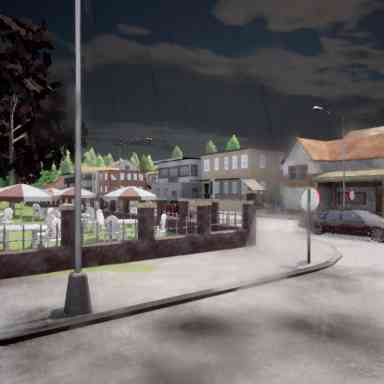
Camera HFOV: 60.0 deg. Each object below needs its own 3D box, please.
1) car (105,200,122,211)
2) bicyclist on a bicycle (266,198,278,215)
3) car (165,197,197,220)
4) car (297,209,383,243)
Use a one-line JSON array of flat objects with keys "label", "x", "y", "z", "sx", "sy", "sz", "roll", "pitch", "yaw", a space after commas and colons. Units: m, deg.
[{"label": "car", "x": -10.180, "y": 1.525, "z": 41.937, "sx": 1.812, "sy": 1.442, "sz": 4.674, "roll": 0, "pitch": 0, "yaw": -35}, {"label": "bicyclist on a bicycle", "x": 7.565, "y": 1.349, "z": 31.435, "sx": 1.656, "sy": 1.620, "sz": 0.582, "roll": 0, "pitch": 0, "yaw": -35}, {"label": "car", "x": -0.358, "y": 1.353, "z": 28.085, "sx": 2.097, "sy": 1.767, "sz": 4.553, "roll": 0, "pitch": 0, "yaw": -35}, {"label": "car", "x": 7.937, "y": 1.547, "z": 16.566, "sx": 2.033, "sy": 1.411, "sz": 5.357, "roll": 0, "pitch": 0, "yaw": -37}]
